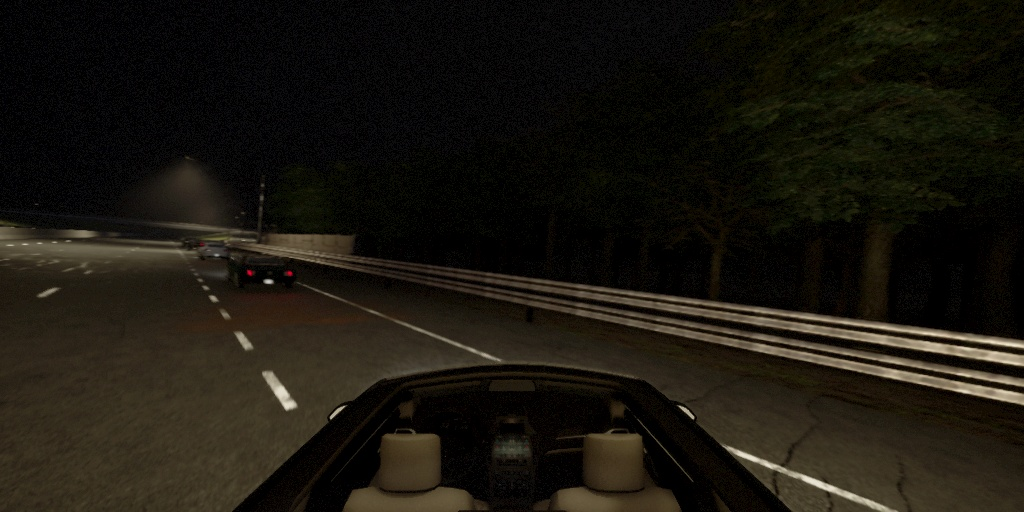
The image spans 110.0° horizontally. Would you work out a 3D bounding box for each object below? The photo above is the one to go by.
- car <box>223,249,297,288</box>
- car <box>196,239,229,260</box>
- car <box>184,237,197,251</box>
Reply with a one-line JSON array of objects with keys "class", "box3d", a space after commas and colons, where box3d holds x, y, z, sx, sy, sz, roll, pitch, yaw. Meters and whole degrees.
[{"class": "car", "box3d": [-10.886, 0.595, 15.429, 1.895, 1.301, 4.718, 4, 0, -44]}, {"class": "car", "box3d": [-24.899, -0.410, 29.984, 1.812, 1.442, 4.674, 4, -1, -44]}, {"class": "car", "box3d": [-41.010, -1.442, 46.707, 1.837, 1.490, 4.892, 4, -1, -44]}]
